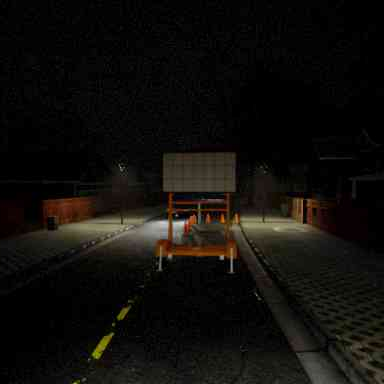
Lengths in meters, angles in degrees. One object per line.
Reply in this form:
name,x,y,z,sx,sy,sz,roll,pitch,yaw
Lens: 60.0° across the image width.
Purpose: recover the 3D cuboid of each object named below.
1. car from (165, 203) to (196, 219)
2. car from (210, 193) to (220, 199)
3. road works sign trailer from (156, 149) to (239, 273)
car,-0.875,1.436,27.329,1.895,1.301,4.718,0,1,8
car,4.657,0.691,66.759,1.812,1.442,4.674,0,1,8
road works sign trailer,0.241,0.437,10.631,2.380,3.560,2.880,0,0,6
